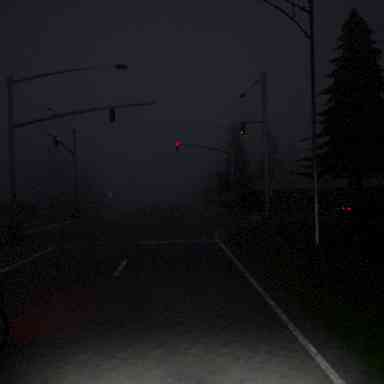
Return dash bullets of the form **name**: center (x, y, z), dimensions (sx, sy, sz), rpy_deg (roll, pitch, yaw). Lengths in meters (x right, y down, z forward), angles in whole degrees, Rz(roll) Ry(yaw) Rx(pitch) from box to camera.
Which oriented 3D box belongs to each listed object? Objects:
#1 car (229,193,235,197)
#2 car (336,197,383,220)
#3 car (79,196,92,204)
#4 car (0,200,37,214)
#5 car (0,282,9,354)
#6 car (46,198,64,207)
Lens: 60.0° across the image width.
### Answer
- **car**: center (11.470, 0.564, 82.597), dimensions (4.553, 1.767, 2.097), rpy_deg (-2, 0, -2)
- **car**: center (12.674, 1.069, 22.497), dimensions (5.357, 1.411, 2.033), rpy_deg (-2, 0, -2)
- **car**: center (-20.512, 1.594, 63.953), dimensions (1.845, 1.501, 3.633), rpy_deg (-2, 0, -2)
- **car**: center (-19.484, 1.674, 37.939), dimensions (2.007, 1.523, 4.514), rpy_deg (-2, 0, -2)
- **car**: center (-3.631, 1.438, 2.859), dimensions (2.097, 1.767, 4.553), rpy_deg (-2, 0, -3)
- **car**: center (-23.198, 1.721, 56.421), dimensions (1.970, 1.475, 3.806), rpy_deg (-2, 0, -2)
